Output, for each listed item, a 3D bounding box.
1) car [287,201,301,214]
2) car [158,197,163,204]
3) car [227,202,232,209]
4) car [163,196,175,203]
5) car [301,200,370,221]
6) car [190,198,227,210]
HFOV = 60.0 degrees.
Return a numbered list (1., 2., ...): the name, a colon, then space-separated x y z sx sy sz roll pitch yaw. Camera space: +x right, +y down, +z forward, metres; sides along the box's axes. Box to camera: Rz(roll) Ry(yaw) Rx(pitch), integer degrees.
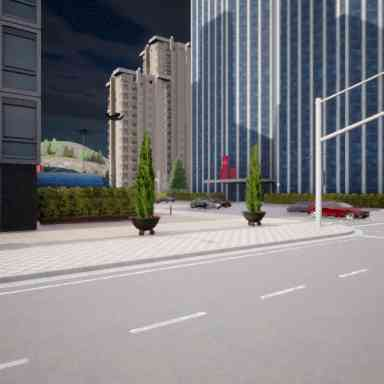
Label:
1. car: 11.787 1.562 33.819 1.994 1.385 4.181 0 0 -36
2. car: -7.828 1.492 61.074 1.882 1.535 5.008 0 0 -36
3. car: 3.327 1.600 45.502 1.895 1.301 4.718 0 0 -36
4. car: -5.345 1.497 69.719 2.128 1.511 4.902 0 0 -36
5. car: 12.012 1.477 27.570 1.882 1.535 5.008 0 0 -36
6. car: 1.678 1.492 41.814 2.128 1.511 4.902 0 0 -36
